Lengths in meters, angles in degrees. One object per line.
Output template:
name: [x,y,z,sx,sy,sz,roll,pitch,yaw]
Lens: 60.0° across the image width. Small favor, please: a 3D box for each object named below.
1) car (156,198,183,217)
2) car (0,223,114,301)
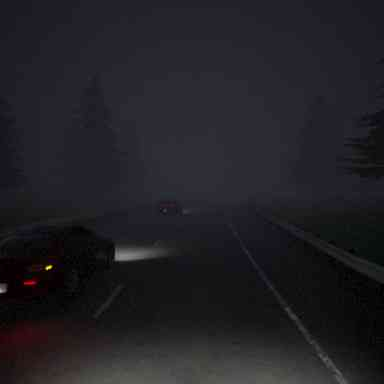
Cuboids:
car: [-1.925,1.300,29.356,2.128,1.511,4.902,0,0,6]
car: [-3.282,1.472,8.075,1.812,1.442,4.674,0,1,2]
